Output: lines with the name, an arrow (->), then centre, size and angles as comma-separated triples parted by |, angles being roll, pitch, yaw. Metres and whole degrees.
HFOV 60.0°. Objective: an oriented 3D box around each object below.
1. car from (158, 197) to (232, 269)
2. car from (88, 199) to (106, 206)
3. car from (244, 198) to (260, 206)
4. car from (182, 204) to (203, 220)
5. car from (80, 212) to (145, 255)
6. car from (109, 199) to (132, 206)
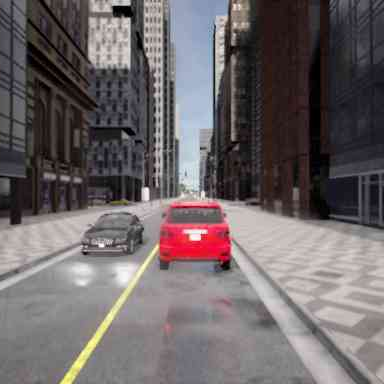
car -> 0.087, 1.327, 11.691 | 2.150, 2.045, 5.566 | 0, 0, 0
car -> -20.670, 2.181, 70.290 | 4.829, 1.417, 1.752 | 0, -1, 0
car -> 11.849, 1.909, 61.595 | 4.097, 1.590, 1.967 | 0, -1, 0
car -> 0.077, 1.877, 32.313 | 1.895, 1.301, 4.718 | 0, 0, 0
car -> -3.110, 1.626, 13.875 | 1.837, 1.490, 4.892 | 0, 0, 0
car -> -15.069, 2.166, 70.261 | 4.829, 1.417, 1.752 | 0, -1, 0
